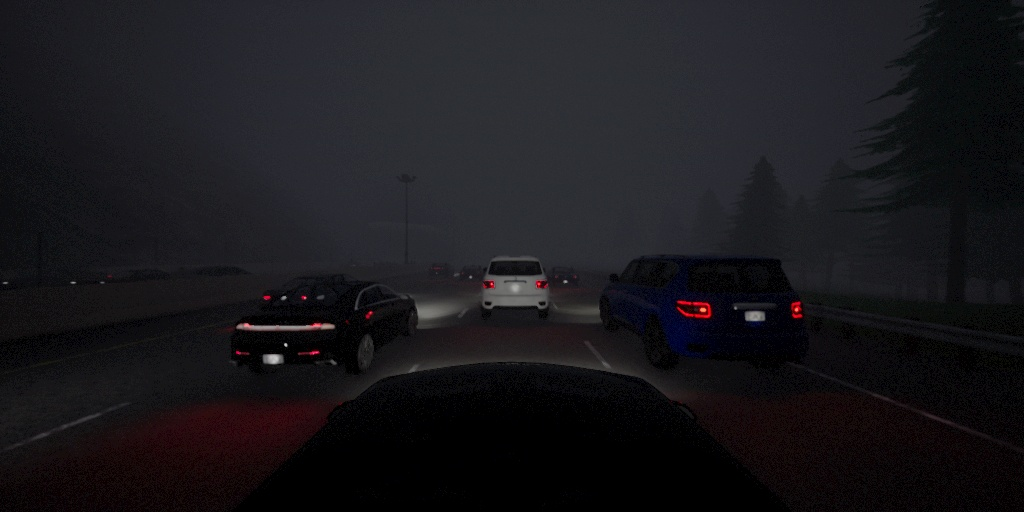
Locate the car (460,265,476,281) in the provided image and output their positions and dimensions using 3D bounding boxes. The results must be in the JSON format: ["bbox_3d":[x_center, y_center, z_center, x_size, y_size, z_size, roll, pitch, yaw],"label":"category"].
[{"bbox_3d":[-3.410,1.459,31.811,1.895,1.301,4.718,0,0,0],"label":"car"}]

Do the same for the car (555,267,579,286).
[{"bbox_3d":[3.590,1.439,26.231,1.895,1.301,4.718,0,0,0],"label":"car"}]

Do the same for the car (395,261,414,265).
[{"bbox_3d":[-17.557,1.562,60.238,1.895,1.301,4.718,0,0,1],"label":"car"}]

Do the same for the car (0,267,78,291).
[{"bbox_3d":[-28.107,1.371,21.980,2.033,1.411,5.357,0,0,0],"label":"car"}]

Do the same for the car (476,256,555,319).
[{"bbox_3d":[0.095,1.012,13.149,2.150,2.045,5.566,0,0,0],"label":"car"}]

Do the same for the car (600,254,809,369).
[{"bbox_3d":[3.598,0.994,7.992,2.150,2.045,5.566,0,0,0],"label":"car"}]

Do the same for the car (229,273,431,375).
[{"bbox_3d":[-3.402,1.263,7.538,2.128,1.511,4.902,0,0,0],"label":"car"}]

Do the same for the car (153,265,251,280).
[{"bbox_3d":[-17.606,1.325,21.061,1.837,1.490,4.892,0,0,0],"label":"car"}]

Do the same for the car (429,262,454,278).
[{"bbox_3d":[-6.912,1.363,35.384,2.128,1.511,4.902,0,0,0],"label":"car"}]

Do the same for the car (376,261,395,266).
[{"bbox_3d":[-21.046,1.566,61.461,1.895,1.301,4.718,0,0,1],"label":"car"}]

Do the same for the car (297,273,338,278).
[{"bbox_3d":[-6.904,1.340,13.462,2.033,1.411,5.357,0,0,0],"label":"car"}]

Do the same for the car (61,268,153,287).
[{"bbox_3d":[-21.106,1.417,19.971,1.895,1.301,4.718,0,0,0],"label":"car"}]
